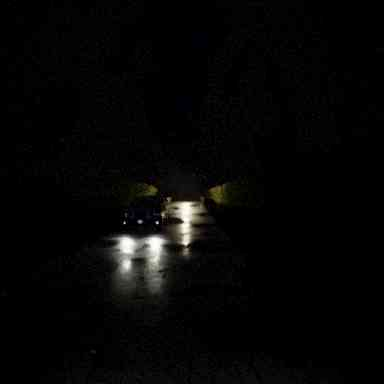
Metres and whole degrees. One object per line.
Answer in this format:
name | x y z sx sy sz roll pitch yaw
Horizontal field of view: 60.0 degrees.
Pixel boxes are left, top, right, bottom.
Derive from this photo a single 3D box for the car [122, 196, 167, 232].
car | -2.796 1.265 20.866 2.150 2.045 5.566 0 0 1
